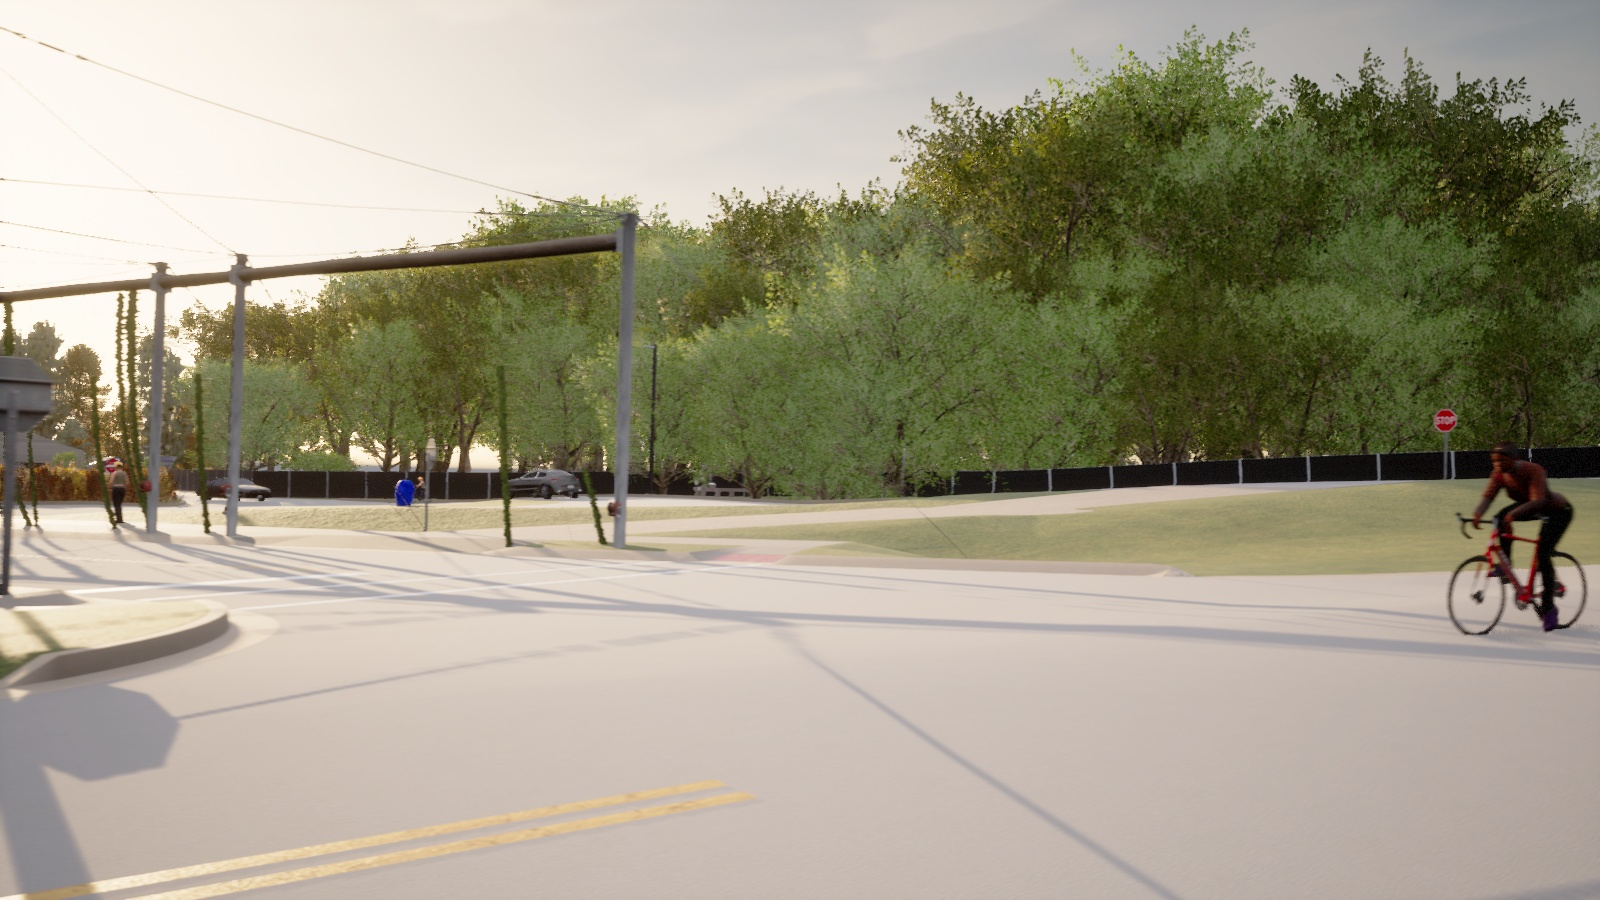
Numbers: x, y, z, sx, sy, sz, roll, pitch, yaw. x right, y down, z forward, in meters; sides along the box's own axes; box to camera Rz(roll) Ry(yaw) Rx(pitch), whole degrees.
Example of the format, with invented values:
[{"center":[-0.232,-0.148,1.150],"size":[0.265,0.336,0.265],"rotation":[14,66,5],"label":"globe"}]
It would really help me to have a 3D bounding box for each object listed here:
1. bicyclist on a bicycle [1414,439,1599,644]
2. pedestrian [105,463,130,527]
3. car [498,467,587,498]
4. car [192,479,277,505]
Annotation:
[{"center":[6.038,0.724,10.580],"size":[1.656,1.620,0.582],"rotation":[-1,0,-22],"label":"bicyclist on a bicycle"},{"center":[-19.984,1.314,36.776],"size":[0.594,1.836,0.345],"rotation":[1,-1,32],"label":"pedestrian"},{"center":[-14.346,1.812,69.762],"size":[5.027,1.651,2.152],"rotation":[-2,-1,40],"label":"car"},{"center":[-33.463,2.471,74.256],"size":[5.357,1.411,2.033],"rotation":[0,-2,35],"label":"car"}]
